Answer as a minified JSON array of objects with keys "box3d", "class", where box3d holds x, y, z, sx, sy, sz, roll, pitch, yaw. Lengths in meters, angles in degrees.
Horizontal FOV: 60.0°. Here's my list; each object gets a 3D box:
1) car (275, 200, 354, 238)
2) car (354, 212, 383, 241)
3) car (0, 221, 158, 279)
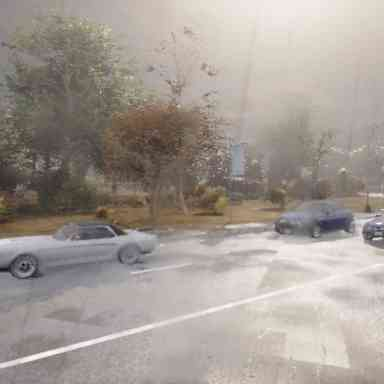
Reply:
[{"box3d":[6.344,1.263,17.079,4.553,1.767,2.097,-1,1,-35],"class":"car"},{"box3d":[9.548,1.428,14.961,4.674,1.442,1.812,0,0,-35],"class":"car"},{"box3d":[-3.513,1.582,10.082,4.718,1.301,1.895,0,0,-35],"class":"car"}]
